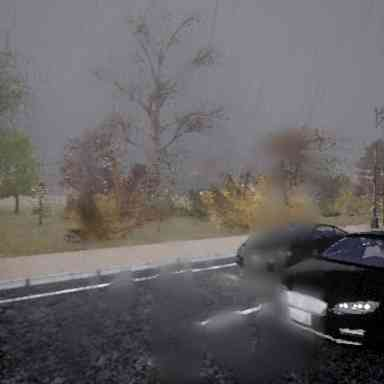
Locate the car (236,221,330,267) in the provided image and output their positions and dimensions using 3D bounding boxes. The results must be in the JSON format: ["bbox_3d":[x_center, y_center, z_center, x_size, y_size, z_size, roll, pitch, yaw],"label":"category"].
[{"bbox_3d":[3.332,1.603,9.966,4.181,1.385,1.994,0,0,-35],"label":"car"}]

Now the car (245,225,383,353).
[{"bbox_3d":[3.557,1.524,6.165,4.902,1.511,2.128,0,0,-35],"label":"car"}]
